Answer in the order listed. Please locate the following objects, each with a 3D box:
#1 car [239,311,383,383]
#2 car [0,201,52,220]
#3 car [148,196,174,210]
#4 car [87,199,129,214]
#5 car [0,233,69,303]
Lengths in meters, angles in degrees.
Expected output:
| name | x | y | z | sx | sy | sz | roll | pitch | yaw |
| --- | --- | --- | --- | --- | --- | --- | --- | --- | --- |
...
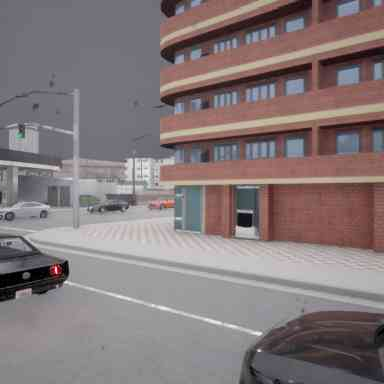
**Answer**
| name | x | y | z | sx | sy | sz | roll | pitch | yaw |
| --- | --- | --- | --- | --- | --- | --- | --- | --- | --- |
| car | 2.651 | 1.514 | 2.104 | 4.892 | 1.490 | 1.837 | 0 | 0 | 35 |
| car | -14.133 | 1.523 | 27.951 | 1.812 | 1.442 | 4.674 | 0 | 0 | 34 |
| car | -3.670 | 1.389 | 43.183 | 2.097 | 1.767 | 4.553 | 0 | 0 | 35 |
| car | -8.907 | 1.509 | 35.595 | 2.128 | 1.511 | 4.902 | 0 | 0 | 35 |
| car | -4.929 | 1.599 | 7.496 | 4.718 | 1.301 | 1.895 | 0 | 0 | 36 |
